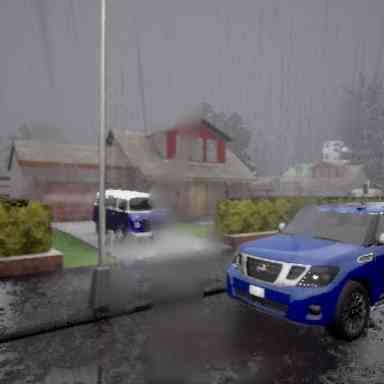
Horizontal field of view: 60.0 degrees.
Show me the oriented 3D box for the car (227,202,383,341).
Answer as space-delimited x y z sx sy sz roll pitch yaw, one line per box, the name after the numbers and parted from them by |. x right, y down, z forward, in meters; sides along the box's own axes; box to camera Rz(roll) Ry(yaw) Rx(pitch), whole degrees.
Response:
3.296 1.247 6.918 5.566 2.045 2.150 0 0 -35 | car
